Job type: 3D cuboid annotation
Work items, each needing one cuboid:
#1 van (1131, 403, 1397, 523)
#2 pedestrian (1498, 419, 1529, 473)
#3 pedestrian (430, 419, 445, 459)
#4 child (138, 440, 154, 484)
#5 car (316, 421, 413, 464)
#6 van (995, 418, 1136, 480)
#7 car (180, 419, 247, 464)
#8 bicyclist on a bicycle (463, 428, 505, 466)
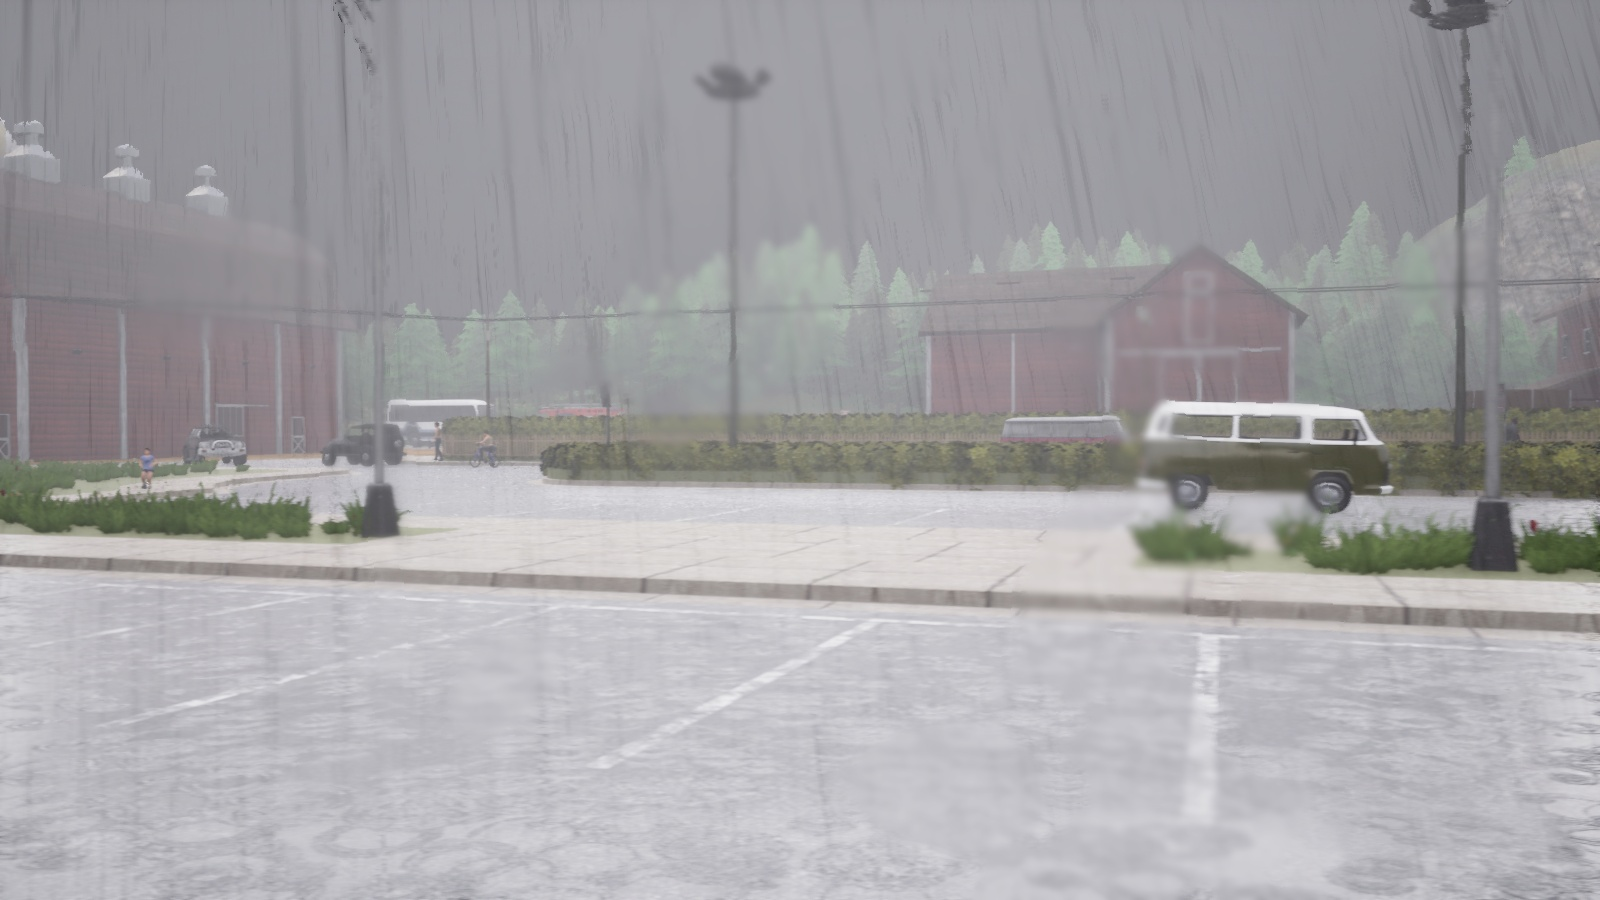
[{"bbox_3d":[8.717,0.190,23.877,4.480,2.038,2.069,2,1,19],"label":"van"},{"bbox_3d":[25.078,-0.131,44.160,0.849,1.883,0.563,1,1,21],"label":"pedestrian"},{"bbox_3d":[-16.979,-0.524,58.835,0.594,1.836,0.345,0,1,9],"label":"pedestrian"},{"bbox_3d":[-16.355,0.297,31.403,0.255,1.110,0.394,0,1,-11],"label":"child"},{"bbox_3d":[-19.387,-0.347,55.934,3.866,1.878,1.905,1,1,25],"label":"car"},{"bbox_3d":[8.914,-0.062,42.113,4.442,1.987,1.775,1,1,19],"label":"van"},{"bbox_3d":[-26.403,-0.420,56.494,1.932,1.855,4.605,-1,3,-35],"label":"car"},{"bbox_3d":[-13.510,-0.148,53.677,1.509,1.612,0.866,1,1,19],"label":"bicyclist on a bicycle"}]
